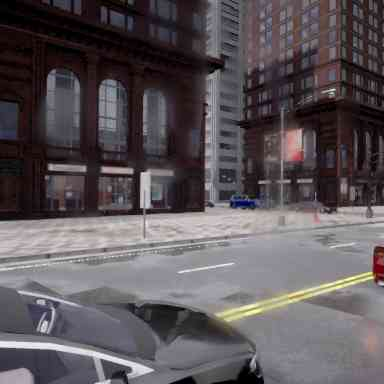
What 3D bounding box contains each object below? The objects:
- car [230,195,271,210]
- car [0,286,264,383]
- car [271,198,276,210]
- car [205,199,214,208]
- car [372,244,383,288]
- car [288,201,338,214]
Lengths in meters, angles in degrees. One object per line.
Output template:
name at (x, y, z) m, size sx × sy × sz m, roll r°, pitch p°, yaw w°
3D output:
car at (7.512, 1.445, 45.399) m, size 2.150 × 2.045 × 5.566 m, roll 1°, pitch -1°, yaw -35°
car at (-1.569, 1.492, 2.326) m, size 4.902 × 1.511 × 2.128 m, roll 0°, pitch 0°, yaw -35°
car at (9.765, 1.616, 47.747) m, size 2.097 × 1.767 × 4.553 m, roll 1°, pitch -1°, yaw -35°
car at (1.693, 1.834, 53.592) m, size 1.994 × 1.385 × 4.181 m, roll 1°, pitch -1°, yaw -35°
car at (6.260, 1.489, 7.897) m, size 5.008 × 1.535 × 1.882 m, roll 0°, pitch 0°, yaw -35°
car at (13.390, 1.725, 37.122) m, size 2.033 × 1.411 × 5.357 m, roll 1°, pitch -1°, yaw -35°
